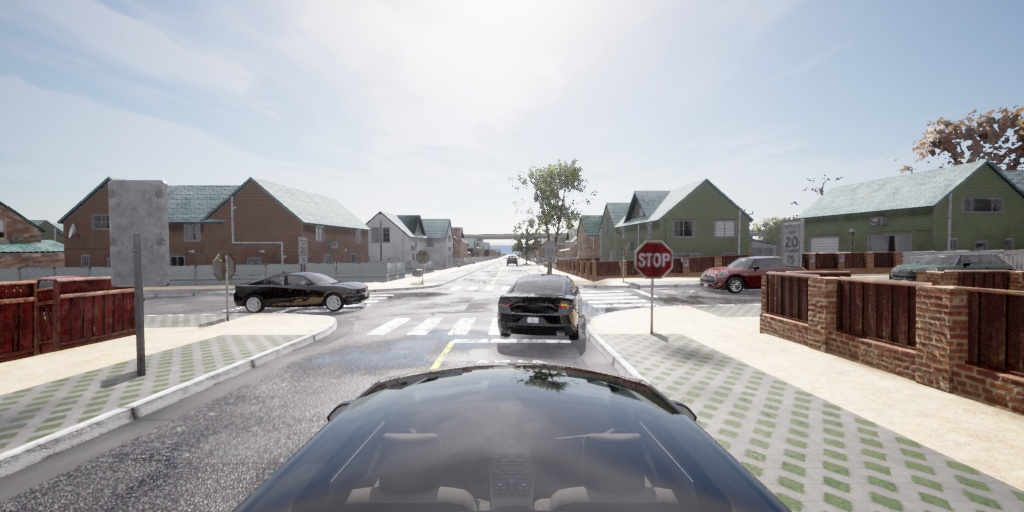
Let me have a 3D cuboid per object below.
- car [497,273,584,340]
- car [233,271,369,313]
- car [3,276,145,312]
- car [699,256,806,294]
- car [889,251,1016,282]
[{"bbox_3d":[0.962,1.225,10.107,1.882,1.535,5.008,0,0,12],"label":"car"},{"bbox_3d":[-8.462,1.377,14.638,5.008,1.535,1.882,-1,2,0],"label":"car"},{"bbox_3d":[-18.015,1.547,14.580,5.008,1.535,1.882,-1,2,0],"label":"car"},{"bbox_3d":[11.814,0.821,17.712,4.553,1.767,2.097,-1,2,0],"label":"car"},{"bbox_3d":[21.709,0.646,17.778,4.553,1.767,2.097,-1,2,0],"label":"car"}]
